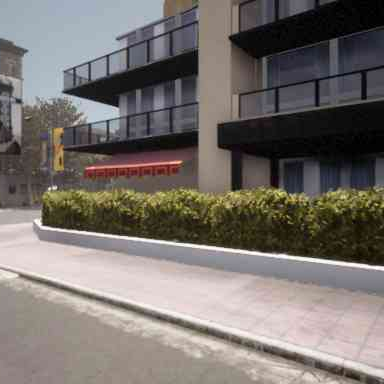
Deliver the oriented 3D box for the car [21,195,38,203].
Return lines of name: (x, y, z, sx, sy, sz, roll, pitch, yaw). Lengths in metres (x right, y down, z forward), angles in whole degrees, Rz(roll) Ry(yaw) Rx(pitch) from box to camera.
car: (-34.570, 1.469, 68.227, 4.892, 1.521, 2.231, 0, 0, 37)
